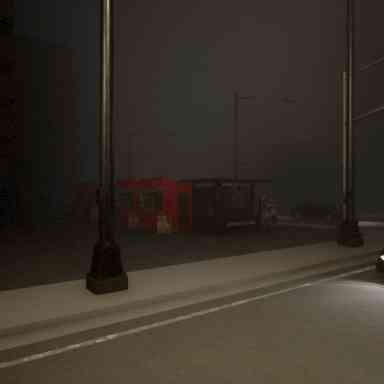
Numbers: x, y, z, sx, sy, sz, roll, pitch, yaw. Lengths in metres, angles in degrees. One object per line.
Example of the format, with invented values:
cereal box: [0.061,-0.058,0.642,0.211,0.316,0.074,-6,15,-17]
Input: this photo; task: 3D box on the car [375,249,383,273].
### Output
car: [7.244,1.547,9.230,5.357,1.411,2.033,0,0,-36]

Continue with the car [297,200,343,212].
car: [16.570,1.764,43.285,2.033,1.411,5.357,0,-1,-36]

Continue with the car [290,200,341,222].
car: [10.466,1.612,27.557,1.837,1.490,4.892,0,-1,-36]
